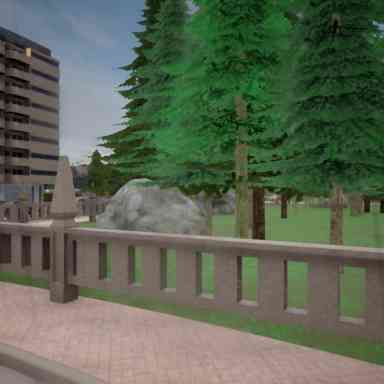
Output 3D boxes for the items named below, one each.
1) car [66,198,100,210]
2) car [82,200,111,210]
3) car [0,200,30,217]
[{"bbox_3d":[-14.843,1.581,45.615,1.812,1.442,4.674,0,0,25],"label":"car"},{"bbox_3d":[-11.865,1.407,43.741,2.097,1.767,4.553,0,0,26],"label":"car"},{"bbox_3d":[-17.348,1.619,32.241,1.994,1.385,4.181,0,0,26],"label":"car"}]
